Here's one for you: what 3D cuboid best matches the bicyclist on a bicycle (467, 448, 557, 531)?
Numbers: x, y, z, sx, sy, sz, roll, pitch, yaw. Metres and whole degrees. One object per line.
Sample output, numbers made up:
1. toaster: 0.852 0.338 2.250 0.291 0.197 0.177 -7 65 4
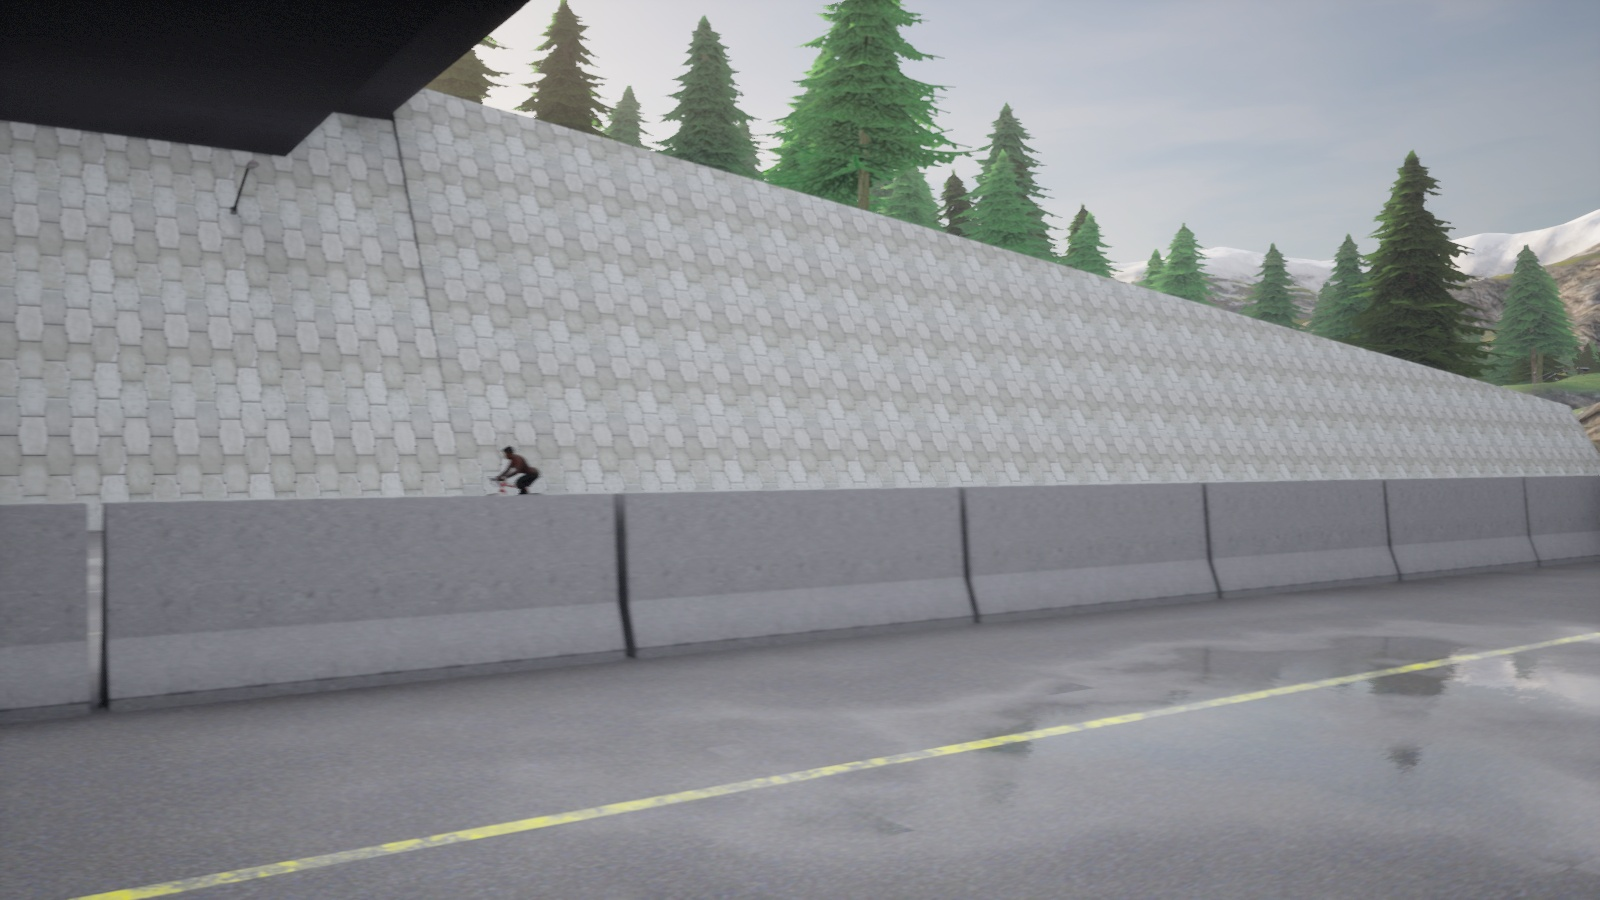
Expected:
1. bicyclist on a bicycle: -5.770 0.772 25.229 1.656 1.620 0.582 0 0 -35
